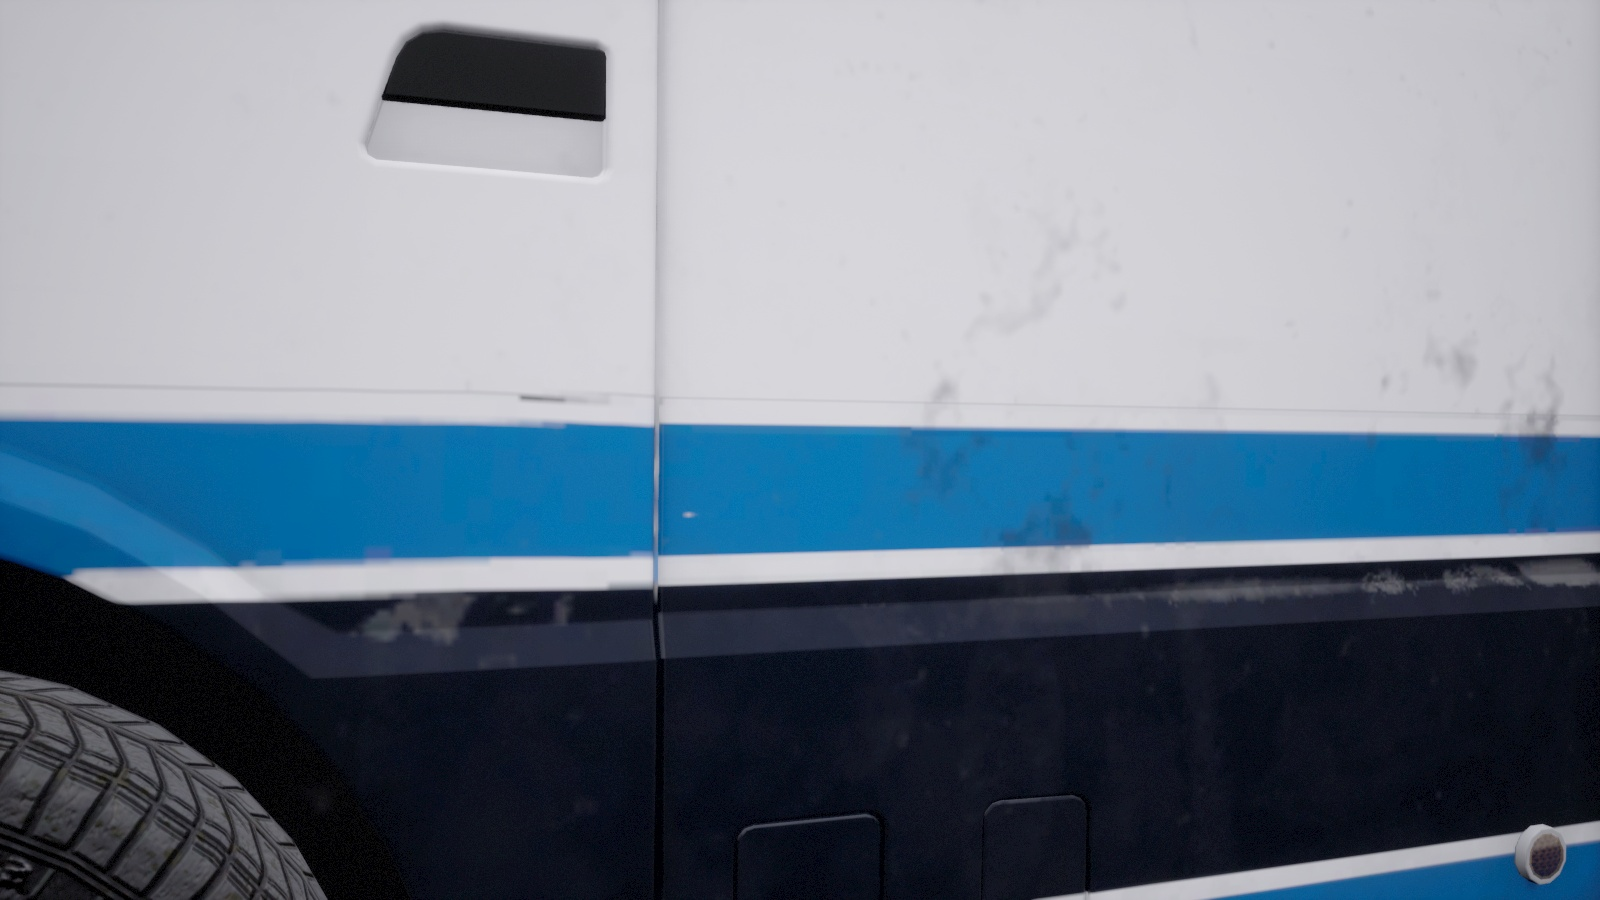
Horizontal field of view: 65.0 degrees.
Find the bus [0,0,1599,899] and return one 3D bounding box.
[{"bbox_3d":[1.219,-0.652,3.684,10.273,4.253,3.944,-1,1,-21],"label":"bus"}]
